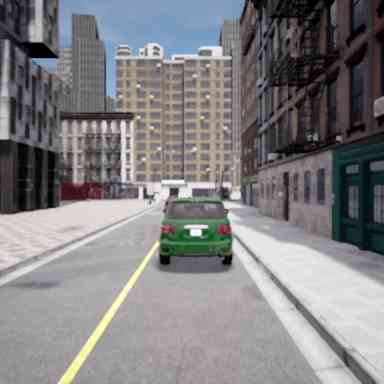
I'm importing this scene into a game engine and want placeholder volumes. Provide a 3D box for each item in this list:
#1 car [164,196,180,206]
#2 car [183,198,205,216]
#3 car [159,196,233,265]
[{"bbox_3d":[-2.875,1.254,48.278,1.895,1.301,4.718,0,0,1],"label":"car"},{"bbox_3d":[0.211,1.294,30.713,1.837,1.490,4.892,0,0,0],"label":"car"},{"bbox_3d":[0.136,1.149,11.527,2.150,2.045,5.566,0,1,1],"label":"car"}]
